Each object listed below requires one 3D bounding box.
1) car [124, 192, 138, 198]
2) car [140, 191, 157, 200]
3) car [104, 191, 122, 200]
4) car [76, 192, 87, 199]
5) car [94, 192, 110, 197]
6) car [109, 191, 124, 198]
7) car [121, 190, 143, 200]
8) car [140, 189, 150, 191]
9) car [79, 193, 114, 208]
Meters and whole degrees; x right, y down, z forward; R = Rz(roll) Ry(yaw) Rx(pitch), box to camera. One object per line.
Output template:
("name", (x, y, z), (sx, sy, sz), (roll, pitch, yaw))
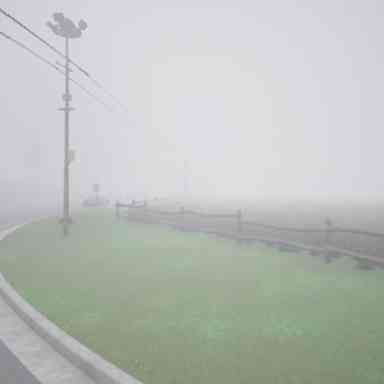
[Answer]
("car", (-14.277, 0.608, 77.869), (1.994, 1.385, 4.181), (1, 0, 7))
("car", (-8.447, 0.972, 67.285), (1.895, 1.301, 4.718), (1, 0, 7))
("car", (-15.466, 0.840, 67.519), (2.033, 1.411, 5.357), (1, 0, 7))
("car", (-22.357, 0.717, 68.867), (1.812, 1.442, 4.674), (1, 0, 7))
("car", (-21.228, 0.570, 78.696), (1.895, 1.301, 4.718), (1, 0, 7))
("car", (-17.753, 0.493, 78.267), (1.882, 1.535, 5.008), (1, 0, 7))
("car", (-11.989, 0.882, 67.120), (2.033, 1.411, 5.357), (1, 0, 7))
("car", (-10.793, 0.321, 77.497), (2.150, 2.045, 5.566), (1, 0, 7))
("car", (-11.452, 1.121, 40.060), (1.994, 1.385, 4.181), (1, 0, 6))
